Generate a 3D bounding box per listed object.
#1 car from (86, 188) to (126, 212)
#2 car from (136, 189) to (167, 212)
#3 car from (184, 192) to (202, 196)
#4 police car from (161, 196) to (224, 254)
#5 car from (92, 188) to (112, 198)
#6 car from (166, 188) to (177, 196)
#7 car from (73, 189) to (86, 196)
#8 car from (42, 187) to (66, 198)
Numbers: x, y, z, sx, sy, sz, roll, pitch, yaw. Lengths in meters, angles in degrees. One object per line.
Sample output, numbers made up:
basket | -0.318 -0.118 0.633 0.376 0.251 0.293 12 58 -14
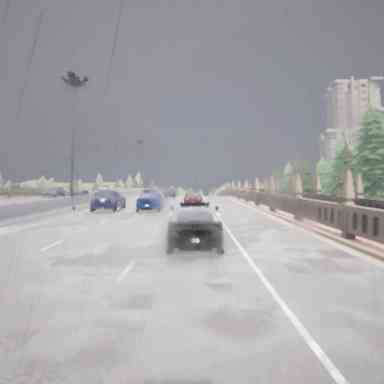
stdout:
car | -6.891 0.661 27.804 2.097 1.767 4.553 0 2 0
car | -3.390 0.794 27.536 1.882 1.535 5.008 0 2 0
car | 0.111 0.700 34.892 1.895 1.301 4.718 0 2 0
police car | 0.104 1.183 12.604 1.930 1.638 5.238 0 2 0
car | -14.032 0.145 51.875 1.812 1.442 4.674 0 1 1
car | -3.384 0.114 51.471 2.128 1.511 4.902 0 1 0
car | -17.530 0.181 51.977 1.994 1.385 4.181 0 1 1
car | -21.039 -0.009 50.893 2.097 1.767 4.553 0 1 0
